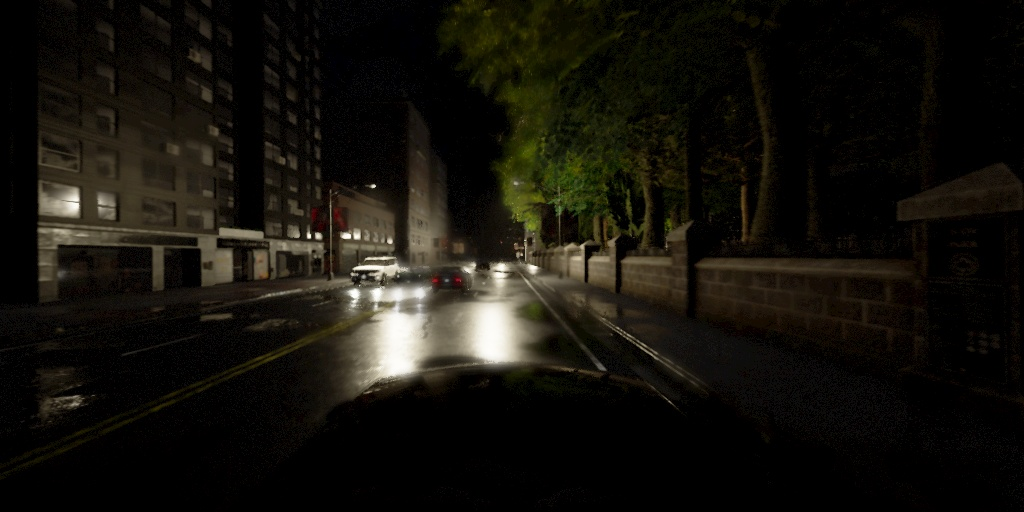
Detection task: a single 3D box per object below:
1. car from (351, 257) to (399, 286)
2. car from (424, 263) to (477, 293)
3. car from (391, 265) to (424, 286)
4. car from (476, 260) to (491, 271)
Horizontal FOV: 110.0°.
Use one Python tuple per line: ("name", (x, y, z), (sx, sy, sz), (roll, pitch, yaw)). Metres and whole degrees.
("car", (-10.292, 1.088, 27.519), (2.150, 2.045, 5.566), (-1, 0, -1))
("car", (-3.477, 1.338, 21.346), (2.033, 1.411, 5.357), (-1, 0, -1))
("car", (-7.018, 1.432, 26.405), (1.895, 1.301, 4.718), (-1, 0, -1))
("car", (-4.018, 1.290, 50.411), (1.882, 1.535, 5.008), (-1, 0, -1))
